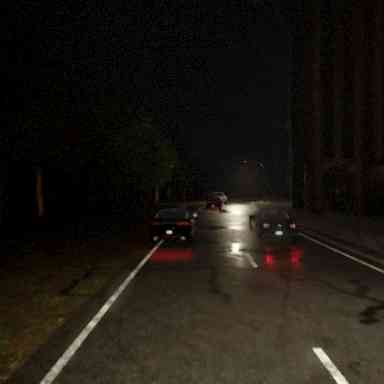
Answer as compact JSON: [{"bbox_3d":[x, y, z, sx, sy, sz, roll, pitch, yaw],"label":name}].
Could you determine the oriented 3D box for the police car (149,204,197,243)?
[{"bbox_3d":[-0.806,1.417,16.122,1.930,1.638,5.238,0,0,3],"label":"police car"}]

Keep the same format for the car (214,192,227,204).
[{"bbox_3d":[4.639,1.067,55.873,2.150,2.045,5.566,0,0,10],"label":"car"}]

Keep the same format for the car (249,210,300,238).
[{"bbox_3d":[4.141,1.592,17.548,1.895,1.301,4.718,0,0,3],"label":"car"}]

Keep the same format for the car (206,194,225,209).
[{"bbox_3d":[2.949,1.407,43.117,1.837,1.490,4.892,0,0,8],"label":"car"}]
